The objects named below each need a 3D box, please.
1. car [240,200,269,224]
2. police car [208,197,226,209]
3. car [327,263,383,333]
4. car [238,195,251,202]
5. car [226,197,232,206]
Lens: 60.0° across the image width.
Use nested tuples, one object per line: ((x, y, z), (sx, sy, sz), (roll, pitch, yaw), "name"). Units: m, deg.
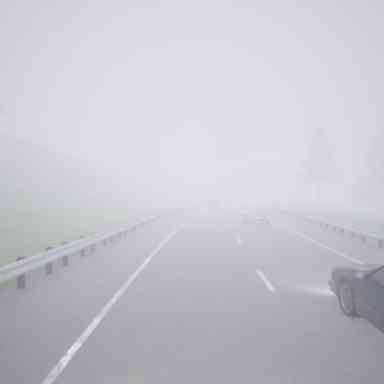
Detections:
((4.965, 1.661, 26.358), (1.812, 1.442, 4.674), (0, 0, 5), "car")
((3.645, 1.674, 50.659), (1.930, 1.638, 5.238), (0, 0, 10), "police car")
((3.673, 1.576, 4.429), (2.033, 1.411, 5.357), (0, 0, 1), "car")
((13.021, 1.598, 84.778), (2.097, 1.767, 4.553), (0, 0, 16), "car")
((5.594, 1.825, 60.329), (1.812, 1.442, 4.674), (0, 0, 12), "car")
